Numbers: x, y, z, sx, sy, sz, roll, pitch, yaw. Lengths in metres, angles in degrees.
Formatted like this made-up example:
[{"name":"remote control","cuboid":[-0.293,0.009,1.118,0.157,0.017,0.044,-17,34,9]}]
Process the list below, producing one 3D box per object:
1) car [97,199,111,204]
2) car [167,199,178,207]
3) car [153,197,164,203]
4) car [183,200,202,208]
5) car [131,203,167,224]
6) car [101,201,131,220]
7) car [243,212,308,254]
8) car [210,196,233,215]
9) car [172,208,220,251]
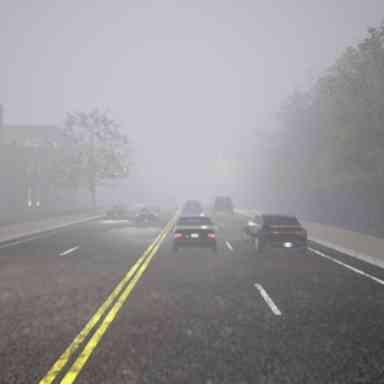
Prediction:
[{"name":"car","cuboid":[-20.693,2.409,80.545,4.313,1.339,1.947,-1,1,-1]},{"name":"car","cuboid":[-3.719,2.015,62.900,1.812,1.442,4.674,0,0,0]},{"name":"car","cuboid":[-7.080,1.792,71.047,1.994,1.385,4.181,0,0,-1]},{"name":"car","cuboid":[0.056,1.616,36.183,2.097,1.767,4.553,0,0,-1]},{"name":"car","cuboid":[-3.352,1.795,26.646,1.895,1.301,4.718,0,0,0]},{"name":"car","cuboid":[-6.610,1.786,30.538,1.994,1.385,4.181,0,0,0]},{"name":"car","cuboid":[3.350,1.608,14.035,1.837,1.490,4.892,0,0,0]},{"name":"car","cuboid":[3.302,1.492,37.217,2.150,2.045,5.566,0,0,-1]},{"name":"car","cuboid":[0.100,1.655,14.638,2.033,1.411,5.357,0,0,0]}]
